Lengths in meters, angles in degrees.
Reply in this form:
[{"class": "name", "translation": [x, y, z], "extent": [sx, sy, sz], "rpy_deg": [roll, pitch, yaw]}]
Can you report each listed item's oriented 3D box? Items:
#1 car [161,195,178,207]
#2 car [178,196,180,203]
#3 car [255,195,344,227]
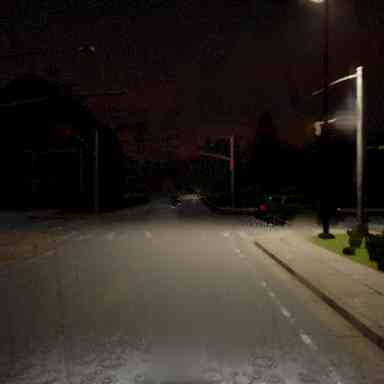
[{"class": "car", "translation": [-3.575, 1.555, 50.774], "extent": [1.994, 1.385, 4.181], "rpy_deg": [0, 0, 0]}, {"class": "car", "translation": [-3.511, 1.341, 67.202], "extent": [2.097, 1.767, 4.553], "rpy_deg": [0, 0, 0]}, {"class": "car", "translation": [7.007, 1.191, 22.009], "extent": [5.566, 2.045, 2.150], "rpy_deg": [0, -1, 2]}]
